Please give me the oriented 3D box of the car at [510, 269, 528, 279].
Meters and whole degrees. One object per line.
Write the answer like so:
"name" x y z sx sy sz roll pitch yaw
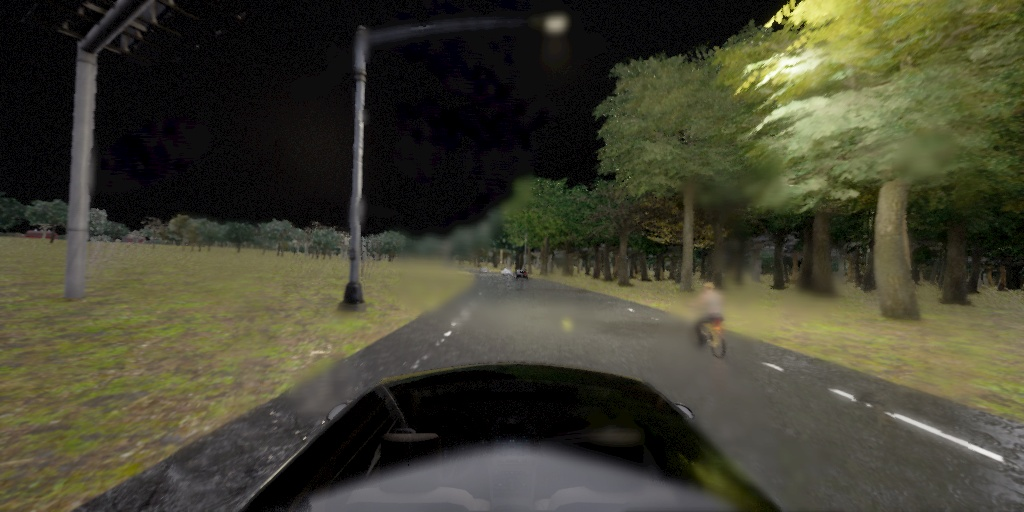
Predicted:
"car" 1.295 2.769 55.716 1.837 1.490 4.892 2 -1 -6

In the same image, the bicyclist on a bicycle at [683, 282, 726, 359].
"bicyclist on a bicycle" 4.433 1.396 8.148 0.866 1.612 1.509 1 -1 1
